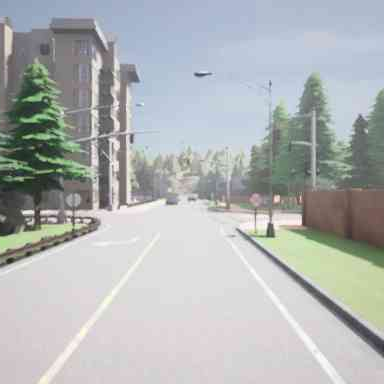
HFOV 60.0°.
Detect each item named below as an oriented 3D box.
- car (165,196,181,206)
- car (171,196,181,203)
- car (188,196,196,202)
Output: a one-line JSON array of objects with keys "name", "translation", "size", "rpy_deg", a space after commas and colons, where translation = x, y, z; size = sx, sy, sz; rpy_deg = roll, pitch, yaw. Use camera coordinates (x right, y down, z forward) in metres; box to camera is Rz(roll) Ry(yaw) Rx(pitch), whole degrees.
[{"name": "car", "translation": [-3.564, 1.458, 58.721], "size": [2.097, 1.767, 4.553], "rpy_deg": [0, 0, 0]}, {"name": "car", "translation": [-3.524, 1.649, 73.908], "size": [2.128, 1.511, 4.902], "rpy_deg": [0, 0, 0]}, {"name": "car", "translation": [-0.023, 1.484, 71.757], "size": [2.033, 1.411, 5.357], "rpy_deg": [0, 0, 0]}]
